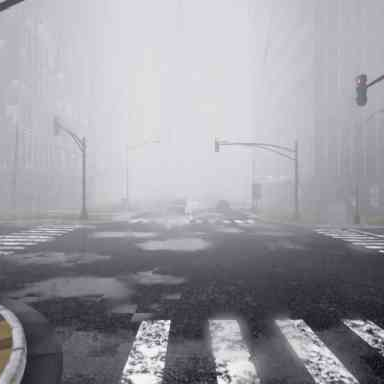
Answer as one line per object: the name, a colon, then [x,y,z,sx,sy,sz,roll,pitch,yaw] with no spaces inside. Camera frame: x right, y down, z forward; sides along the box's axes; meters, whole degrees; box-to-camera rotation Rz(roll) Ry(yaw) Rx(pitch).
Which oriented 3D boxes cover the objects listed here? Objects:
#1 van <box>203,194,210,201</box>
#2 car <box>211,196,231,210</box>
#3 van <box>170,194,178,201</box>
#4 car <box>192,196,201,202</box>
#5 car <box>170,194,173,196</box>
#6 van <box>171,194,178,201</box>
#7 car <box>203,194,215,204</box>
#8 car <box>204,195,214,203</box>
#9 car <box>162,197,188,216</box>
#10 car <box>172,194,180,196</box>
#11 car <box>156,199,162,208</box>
van: [3.477,1.321,80.531,1.690,1.788,3.998,0,0,0]
car: [3.804,1.579,41.840,1.947,1.339,4.313,0,0,0]
van: [-4.403,1.321,80.474,1.690,1.788,3.998,0,0,0]
car: [0.969,1.513,73.120,1.812,1.442,4.674,0,0,0]
car: [-4.284,1.564,63.892,1.947,1.339,4.313,0,0,0]
van: [-4.443,1.315,86.001,1.690,1.788,3.998,0,0,0]
car: [3.596,1.313,63.948,2.192,1.841,5.009,0,0,0]
car: [3.556,1.432,69.476,1.967,1.590,4.097,0,0,0]
car: [-1.599,1.565,33.631,2.033,1.411,5.357,0,0,0]
car: [-1.737,1.498,54.234,2.128,1.511,4.902,0,0,0]
car: [-4.165,1.593,47.309,1.802,1.307,4.206,0,0,0]
